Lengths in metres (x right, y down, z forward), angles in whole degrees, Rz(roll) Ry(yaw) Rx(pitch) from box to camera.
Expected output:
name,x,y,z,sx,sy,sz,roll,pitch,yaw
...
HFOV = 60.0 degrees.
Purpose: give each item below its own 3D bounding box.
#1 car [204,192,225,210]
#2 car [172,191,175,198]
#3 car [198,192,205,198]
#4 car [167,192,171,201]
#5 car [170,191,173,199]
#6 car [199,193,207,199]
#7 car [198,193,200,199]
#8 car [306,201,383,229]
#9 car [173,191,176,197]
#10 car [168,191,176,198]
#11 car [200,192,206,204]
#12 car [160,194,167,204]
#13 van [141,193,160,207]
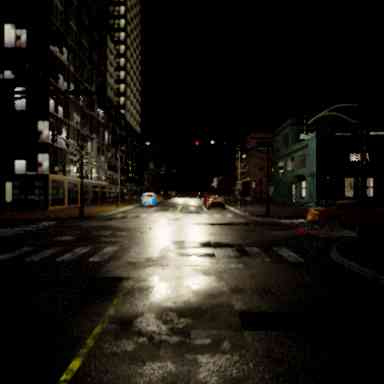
name,x,y,z,sx,sy,sz,roll,pitch,yaw
car,2.701,1.179,38.222,1.967,1.590,4.097,1,0,0
car,-5.685,1.030,77.900,1.947,1.339,4.313,1,0,0
car,2.696,0.786,94.960,1.967,1.590,4.097,1,0,0
car,-5.684,1.125,66.553,1.802,1.307,4.206,1,0,0
car,-5.684,1.069,72.227,1.947,1.339,4.313,1,0,0
car,2.695,0.990,83.614,1.947,1.339,4.313,1,0,0
car,2.700,0.819,72.265,2.192,1.841,5.009,1,0,0
car,9.102,1.232,18.822,5.008,1.535,1.882,-1,-1,0
car,-5.685,0.936,89.248,2.008,1.369,4.403,1,0,0
car,-5.681,0.661,94.920,2.192,1.841,5.009,1,0,0
car,2.703,0.976,49.569,2.192,1.841,5.009,1,0,0
car,-5.682,1.148,55.035,1.752,1.417,4.829,1,0,0
van,-5.677,1.041,43.856,1.690,1.788,3.998,1,0,0
